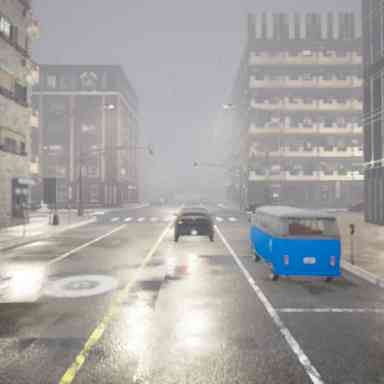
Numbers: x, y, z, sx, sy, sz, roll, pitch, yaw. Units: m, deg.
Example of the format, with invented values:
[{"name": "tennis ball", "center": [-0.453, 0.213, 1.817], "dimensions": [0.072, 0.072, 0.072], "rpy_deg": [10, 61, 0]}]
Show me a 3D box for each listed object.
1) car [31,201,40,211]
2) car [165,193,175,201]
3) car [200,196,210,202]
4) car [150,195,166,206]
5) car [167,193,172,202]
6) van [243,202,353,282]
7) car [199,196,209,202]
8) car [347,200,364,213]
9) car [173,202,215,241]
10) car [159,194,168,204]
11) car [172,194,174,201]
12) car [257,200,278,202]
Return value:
[{"name": "car", "center": [-20.696, 1.713, 40.273], "dimensions": [4.313, 1.339, 1.947], "rpy_deg": [0, -1, 0]}, {"name": "car", "center": [-5.700, 1.314, 87.068], "dimensions": [2.192, 1.841, 5.009], "rpy_deg": [1, 0, 0]}, {"name": "car", "center": [2.683, 1.521, 64.563], "dimensions": [1.752, 1.417, 4.829], "rpy_deg": [1, 0, 0]}, {"name": "car", "center": [-5.694, 1.577, 52.960], "dimensions": [1.802, 1.307, 4.206], "rpy_deg": [1, 0, 0]}, {"name": "car", "center": [-5.692, 1.311, 64.329], "dimensions": [2.192, 1.841, 5.009], "rpy_deg": [1, 0, 0]}, {"name": "van", "center": [2.705, 1.340, 9.494], "dimensions": [1.690, 1.788, 3.998], "rpy_deg": [1, 0, 0]}, {"name": "car", "center": [2.678, 1.563, 75.762], "dimensions": [1.947, 1.339, 4.313], "rpy_deg": [1, 0, 0]}, {"name": "car", "center": [17.172, 1.398, 31.634], "dimensions": [4.507, 1.381, 1.887], "rpy_deg": [0, -1, 0]}, {"name": "car", "center": [0.094, 1.503, 16.836], "dimensions": [1.837, 1.490, 4.892], "rpy_deg": [0, 0, 0]}, {"name": "car", "center": [-5.695, 1.521, 58.475], "dimensions": [1.752, 1.417, 4.829], "rpy_deg": [1, 0, 0]}, {"name": "car", "center": [-5.701, 1.548, 75.698], "dimensions": [2.008, 1.369, 4.403], "rpy_deg": [1, 0, 0]}, {"name": "car", "center": [8.071, 1.505, 34.678], "dimensions": [5.357, 1.411, 2.033], "rpy_deg": [-1, -1, -4]}]
